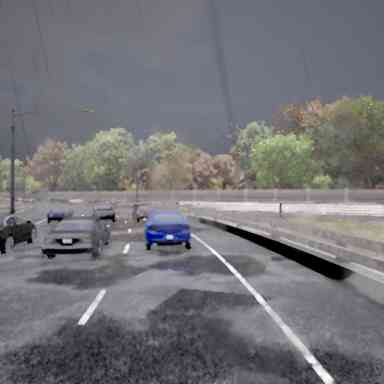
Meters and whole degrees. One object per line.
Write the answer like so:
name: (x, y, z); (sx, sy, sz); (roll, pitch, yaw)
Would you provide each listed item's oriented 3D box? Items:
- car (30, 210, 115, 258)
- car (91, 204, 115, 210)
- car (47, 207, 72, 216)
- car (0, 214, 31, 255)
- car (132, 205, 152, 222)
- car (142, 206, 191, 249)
car: (-4.458, 1.695, 13.463); (2.033, 1.411, 5.357); (0, -1, -8)
car: (-7.928, 1.814, 29.808); (2.128, 1.511, 4.902); (0, 0, -17)
car: (-11.226, 1.914, 28.649); (1.895, 1.301, 4.718); (0, -1, -17)
car: (-8.085, 1.649, 14.001); (2.128, 1.511, 4.902); (0, 0, -8)
car: (-4.251, 1.865, 29.773); (2.033, 1.411, 5.357); (0, -1, -16)
car: (-1.252, 1.643, 15.581); (1.882, 1.535, 5.008); (0, 0, -9)
